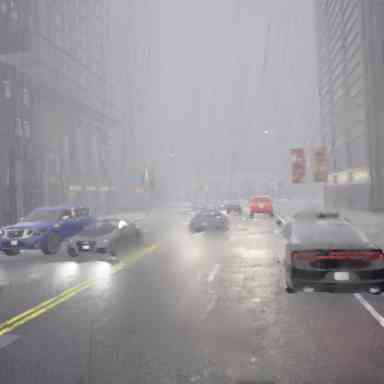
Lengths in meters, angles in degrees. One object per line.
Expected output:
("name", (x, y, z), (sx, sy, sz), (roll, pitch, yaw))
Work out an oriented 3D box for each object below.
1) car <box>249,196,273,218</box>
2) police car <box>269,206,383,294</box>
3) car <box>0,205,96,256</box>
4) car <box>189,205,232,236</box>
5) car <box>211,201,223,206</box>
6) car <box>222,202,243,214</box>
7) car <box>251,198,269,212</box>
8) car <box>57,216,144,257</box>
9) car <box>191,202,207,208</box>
("car", (6.810, 1.426, 32.751), (2.150, 2.045, 5.566), (-3, -1, 12))
("police car", (3.219, 1.339, 8.625), (1.930, 1.638, 5.238), (-3, -1, 11))
("car", (-6.547, 1.684, 15.930), (2.150, 2.045, 5.566), (-3, -1, 11))
("car", (1.085, 1.755, 20.010), (1.994, 1.385, 4.181), (-3, -1, 11))
("car", (4.362, 2.231, 54.516), (2.097, 1.767, 4.553), (-3, -2, 12))
("car", (5.270, 1.970, 41.416), (1.837, 1.490, 4.892), (-3, -1, 11))
("car", (9.183, 1.740, 45.056), (2.097, 1.767, 4.553), (-3, -2, 11))
("car", (-3.549, 1.863, 14.259), (1.994, 1.385, 4.181), (-3, -1, 11))
("car", (1.175, 2.386, 55.109), (2.097, 1.767, 4.553), (-3, -2, 12))
